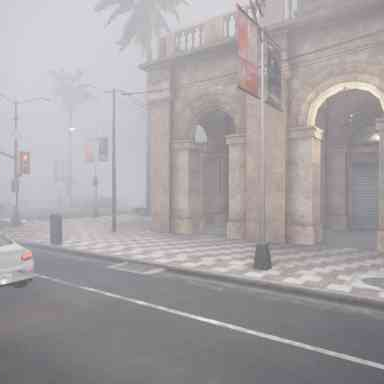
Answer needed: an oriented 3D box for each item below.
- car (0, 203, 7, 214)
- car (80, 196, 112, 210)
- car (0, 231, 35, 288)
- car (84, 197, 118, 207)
[{"bbox_3d":[-20.053,1.504,31.093,1.837,1.490,4.892,0,0,36],"label":"car"},{"bbox_3d":[-11.934,1.351,42.450,2.097,1.767,4.553,0,0,36],"label":"car"},{"bbox_3d":[-5.584,1.526,7.930,4.674,1.442,1.812,0,0,36],"label":"car"},{"bbox_3d":[-13.884,1.513,51.058,2.161,1.482,4.786,0,0,35],"label":"car"}]
